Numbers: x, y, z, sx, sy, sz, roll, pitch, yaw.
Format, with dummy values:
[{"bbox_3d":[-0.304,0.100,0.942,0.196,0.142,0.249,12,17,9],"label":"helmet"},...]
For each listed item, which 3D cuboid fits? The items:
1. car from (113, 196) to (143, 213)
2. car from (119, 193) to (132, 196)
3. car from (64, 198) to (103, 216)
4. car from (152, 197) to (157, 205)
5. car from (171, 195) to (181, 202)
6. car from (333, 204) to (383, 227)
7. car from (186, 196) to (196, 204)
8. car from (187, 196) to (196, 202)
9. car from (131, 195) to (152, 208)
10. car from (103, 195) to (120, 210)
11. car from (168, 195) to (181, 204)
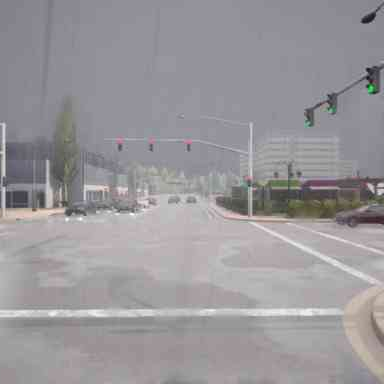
[{"bbox_3d":[-7.175,1.505,37.651,1.837,1.490,4.892,0,0,0],"label":"car"},{"bbox_3d":[-10.697,1.221,52.717,2.150,2.045,5.566,0,0,0],"label":"car"},{"bbox_3d":[-10.665,1.547,32.557,2.033,1.411,5.357,0,0,0],"label":"car"},{"bbox_3d":[-7.195,1.564,56.797,1.994,1.385,4.181,0,0,0],"label":"car"},{"bbox_3d":[-3.649,1.425,74.809,1.994,1.385,4.181,0,0,0],"label":"car"},{"bbox_3d":[11.762,1.526,21.899,4.674,1.442,1.812,0,0,1],"label":"car"},{"bbox_3d":[-0.129,1.491,64.543,2.128,1.511,4.902,0,0,0],"label":"car"},{"bbox_3d":[-0.149,1.468,74.848,1.895,1.301,4.718,0,0,0],"label":"car"},{"bbox_3d":[-7.187,1.526,46.837,1.812,1.442,4.674,0,0,0],"label":"car"},{"bbox_3d":[-10.683,1.505,42.113,1.837,1.490,4.892,0,0,0],"label":"car"},{"bbox_3d":[-3.629,1.547,64.536,2.033,1.411,5.357,0,0,0],"label":"car"}]
